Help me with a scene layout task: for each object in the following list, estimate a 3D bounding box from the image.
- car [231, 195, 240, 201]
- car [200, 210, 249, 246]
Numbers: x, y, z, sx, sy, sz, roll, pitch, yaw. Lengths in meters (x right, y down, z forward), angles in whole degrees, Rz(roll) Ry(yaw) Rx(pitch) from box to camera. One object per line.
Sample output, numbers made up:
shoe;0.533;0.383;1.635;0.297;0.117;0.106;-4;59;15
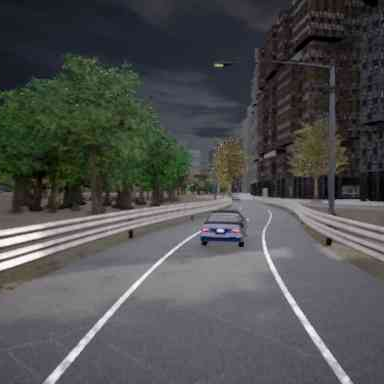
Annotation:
car;10.123;1.497;79.697;2.033;1.411;5.357;0;0;-5
car;1.600;1.554;15.426;2.033;1.411;5.357;0;0;11
